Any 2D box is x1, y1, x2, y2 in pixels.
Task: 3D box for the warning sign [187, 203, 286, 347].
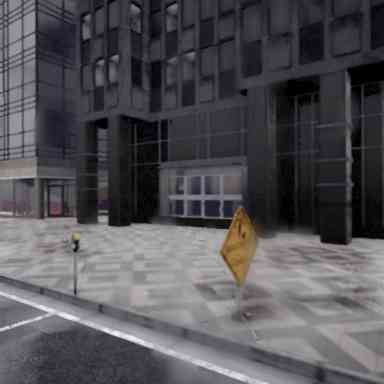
[{"bbox_3d":[0.744,1.130,5.263,1.060,1.860,1.300,0,0,35],"label":"warning sign"}]
